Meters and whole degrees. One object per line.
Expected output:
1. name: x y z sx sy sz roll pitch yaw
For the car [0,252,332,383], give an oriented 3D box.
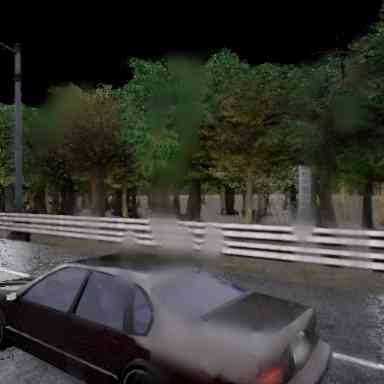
1. car: -1.026 1.593 4.608 5.357 1.411 2.033 -1 -1 36
